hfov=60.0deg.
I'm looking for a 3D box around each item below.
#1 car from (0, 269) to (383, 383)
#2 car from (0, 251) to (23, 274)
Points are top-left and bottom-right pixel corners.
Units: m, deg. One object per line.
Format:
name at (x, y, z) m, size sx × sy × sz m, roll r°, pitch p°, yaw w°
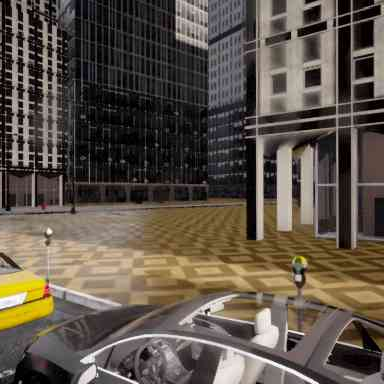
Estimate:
car at (0.273, 1.551, 2.683) m, size 4.403 × 1.369 × 2.008 m, roll 0°, pitch 0°, yaw 36°
car at (-4.480, 1.525, 6.079) m, size 4.829 × 1.417 × 1.752 m, roll 0°, pitch 0°, yaw 36°
